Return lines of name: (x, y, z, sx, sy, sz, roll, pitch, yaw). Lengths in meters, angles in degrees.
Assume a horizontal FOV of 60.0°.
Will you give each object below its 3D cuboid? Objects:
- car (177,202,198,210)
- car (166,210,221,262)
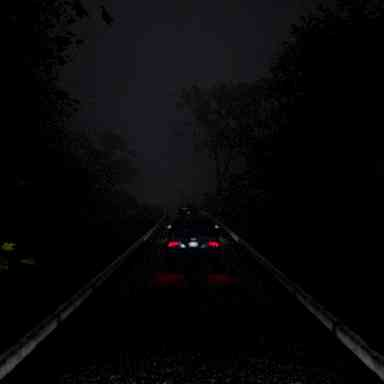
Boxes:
car: (-0.449, 1.714, 32.737, 2.128, 1.511, 4.902, 0, 0, -3)
car: (0.036, 1.633, 12.464, 2.033, 1.411, 5.357, 0, 0, 0)
